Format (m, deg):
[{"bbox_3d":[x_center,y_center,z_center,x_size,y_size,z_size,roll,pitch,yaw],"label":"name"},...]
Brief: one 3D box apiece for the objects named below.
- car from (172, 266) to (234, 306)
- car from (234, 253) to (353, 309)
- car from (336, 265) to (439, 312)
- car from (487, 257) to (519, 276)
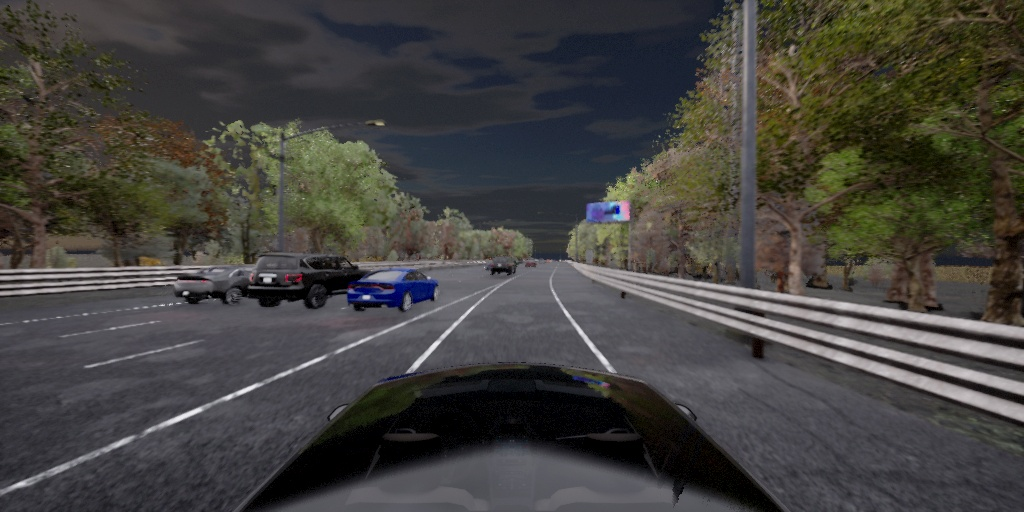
[{"bbox_3d":[-11.348,1.155,15.238,2.128,1.511,4.902,1,0,8],"label":"car"},{"bbox_3d":[-7.879,0.921,14.741,2.150,2.045,5.566,1,0,8],"label":"car"},{"bbox_3d":[-4.425,1.212,14.166,1.882,1.535,5.008,1,0,8],"label":"car"},{"bbox_3d":[-0.906,1.107,39.662,2.150,2.045,5.566,1,0,8],"label":"car"}]
